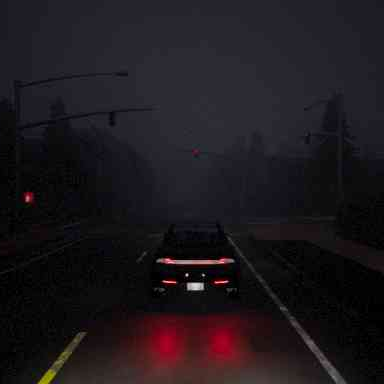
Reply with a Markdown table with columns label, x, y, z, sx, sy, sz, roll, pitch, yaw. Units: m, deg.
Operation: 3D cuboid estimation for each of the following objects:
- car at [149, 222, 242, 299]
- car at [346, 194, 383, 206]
| label | x | y | z | sx | sy | sz | roll | pitch | yaw |
| --- | --- | --- | --- | --- | --- | --- | --- | --- | --- |
| car | 0.082 | 1.492 | 8.423 | 2.128 | 1.511 | 4.902 | 0 | 0 | 0 |
| car | 15.876 | 1.202 | 28.946 | 5.566 | 2.045 | 2.150 | 0 | 0 | -8 |
